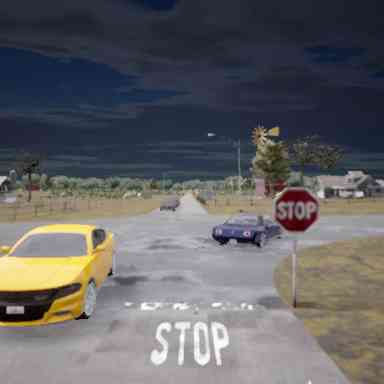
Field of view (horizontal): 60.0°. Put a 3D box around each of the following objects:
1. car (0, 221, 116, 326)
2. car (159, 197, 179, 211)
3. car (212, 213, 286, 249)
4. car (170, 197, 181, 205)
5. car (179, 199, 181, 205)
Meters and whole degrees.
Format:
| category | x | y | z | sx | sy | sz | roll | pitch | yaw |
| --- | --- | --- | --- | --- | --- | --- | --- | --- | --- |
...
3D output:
| category | x | y | z | sx | sy | sz | roll | pitch | yaw |
| --- | --- | --- | --- | --- | --- | --- | --- | --- | --- |
| car | -2.879 | 1.492 | 7.446 | 1.882 | 1.535 | 5.008 | 1 | 0 | -6 |
| car | -3.014 | 1.612 | 41.978 | 1.837 | 1.490 | 4.892 | 0 | 0 | -1 |
| car | 2.773 | 1.613 | 14.949 | 1.895 | 1.301 | 4.718 | 0 | 0 | 31 |
| car | -3.102 | 1.686 | 62.090 | 1.837 | 1.490 | 4.892 | 0 | 0 | 0 |
| car | -3.085 | 1.704 | 51.703 | 1.994 | 1.385 | 4.181 | 0 | 0 | 1 |
